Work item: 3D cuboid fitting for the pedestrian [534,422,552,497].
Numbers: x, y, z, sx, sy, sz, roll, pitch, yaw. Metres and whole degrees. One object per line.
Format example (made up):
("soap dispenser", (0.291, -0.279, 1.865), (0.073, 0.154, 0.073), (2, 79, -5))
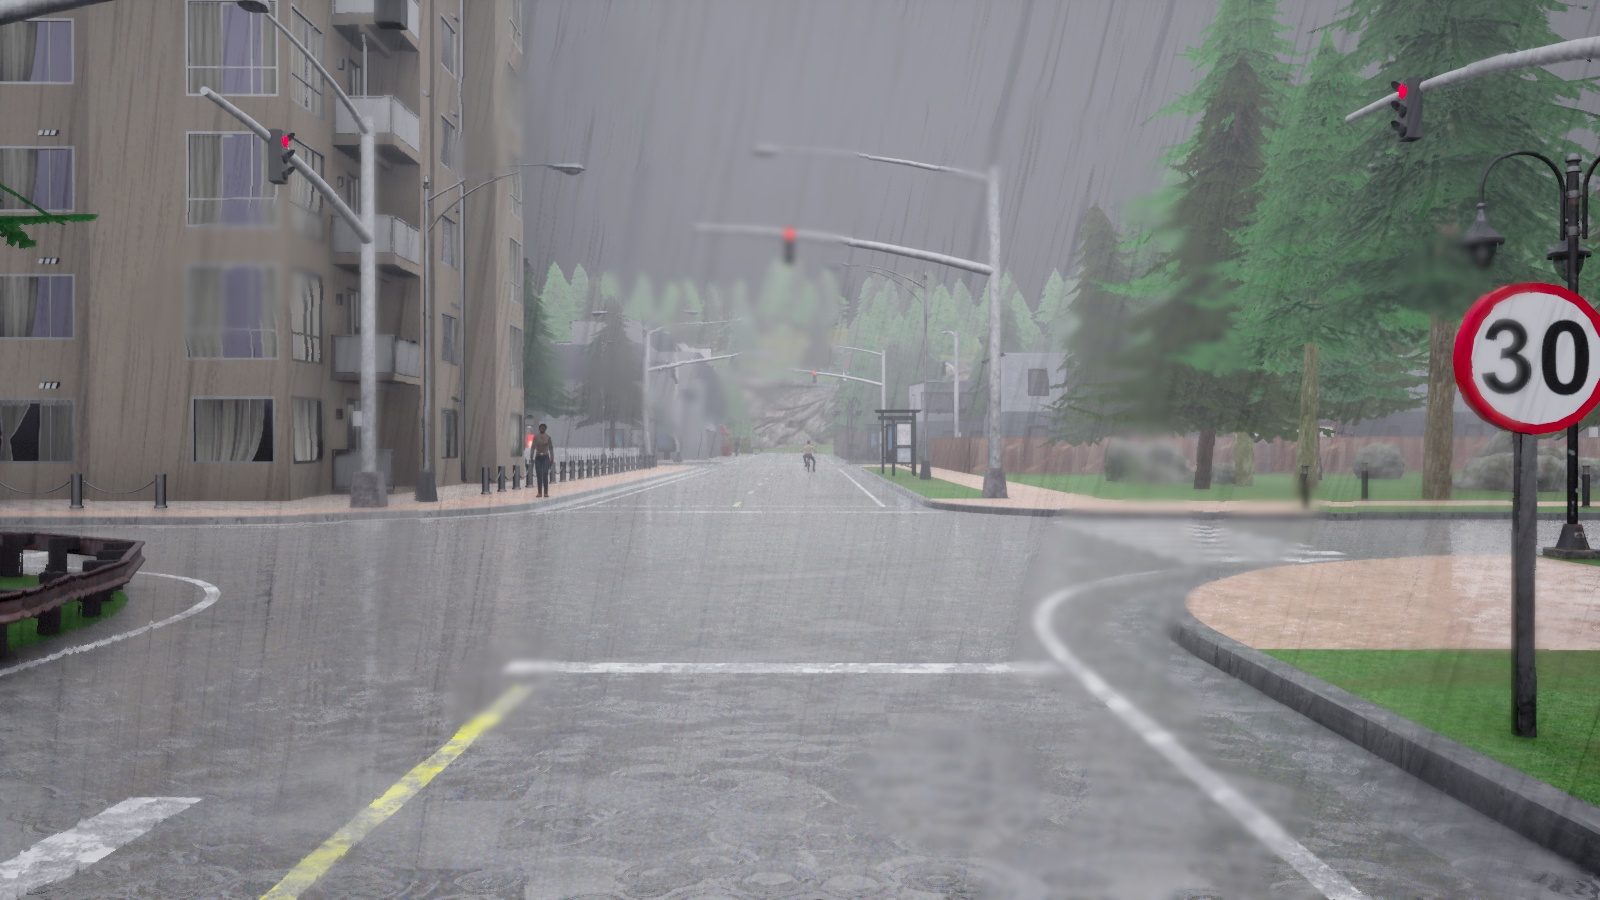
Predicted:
("pedestrian", (-6.340, 0.227, 30.944), (0.328, 1.805, 0.869), (0, 0, -5))
